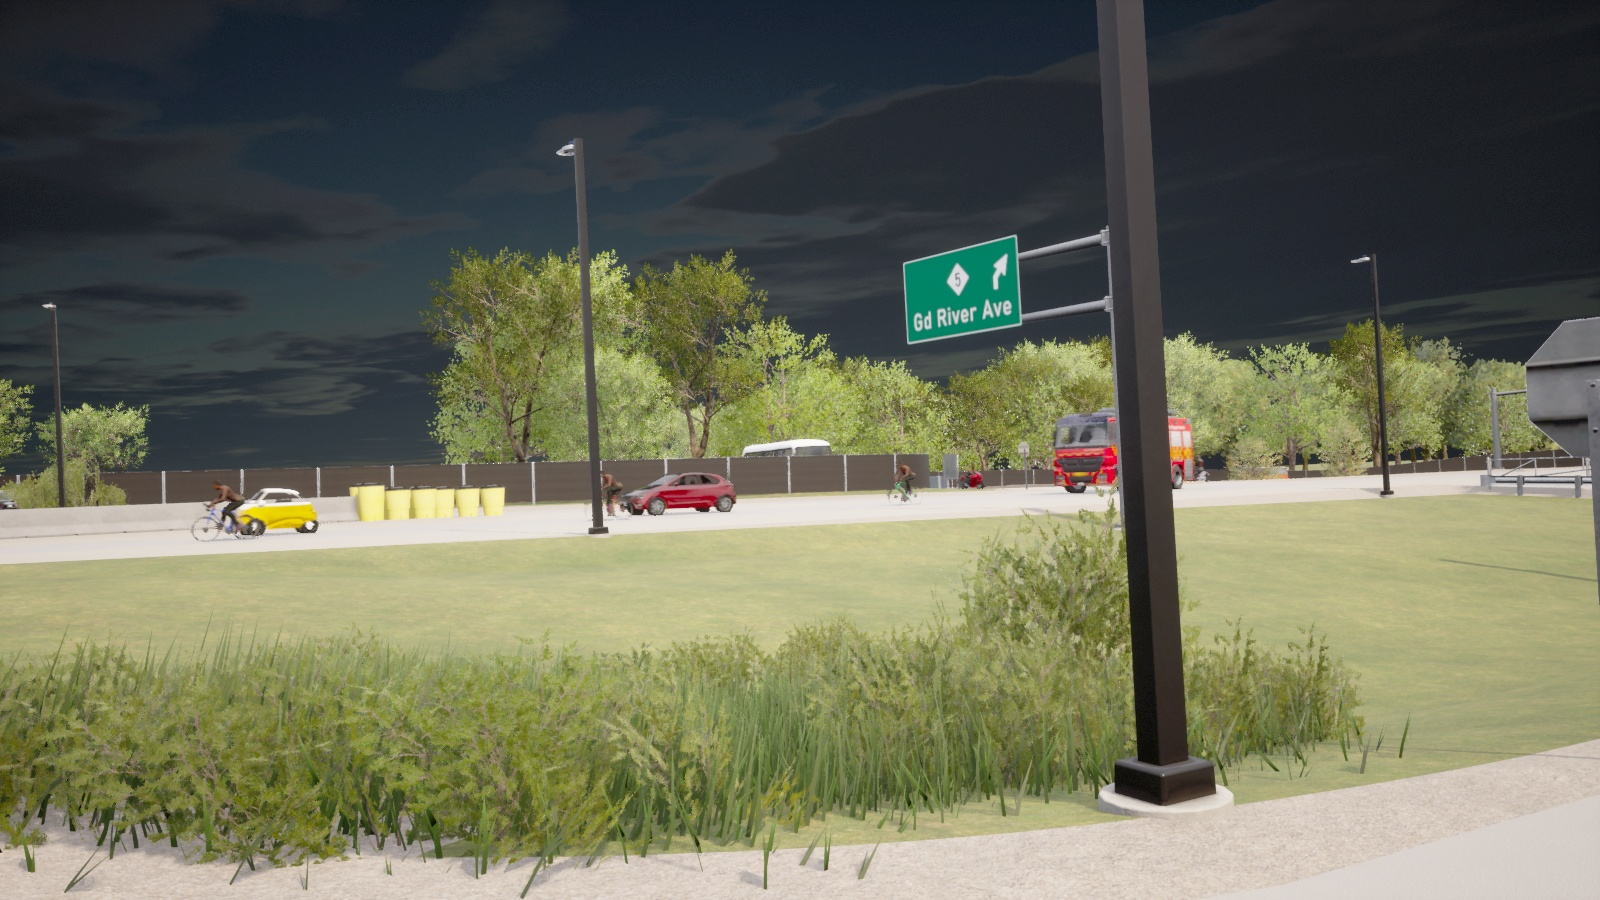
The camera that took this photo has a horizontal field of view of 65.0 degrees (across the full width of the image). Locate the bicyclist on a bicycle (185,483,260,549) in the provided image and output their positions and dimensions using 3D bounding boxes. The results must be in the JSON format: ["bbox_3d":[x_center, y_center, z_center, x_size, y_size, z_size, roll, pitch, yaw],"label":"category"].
[{"bbox_3d":[-15.127,1.725,32.932,1.656,1.620,0.582,-2,-1,-35],"label":"bicyclist on a bicycle"}]

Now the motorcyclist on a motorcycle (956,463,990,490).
[{"bbox_3d":[10.597,1.642,76.846,0.797,1.523,2.044,-2,-2,-35],"label":"motorcyclist on a motorcycle"}]

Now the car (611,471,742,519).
[{"bbox_3d":[-4.366,1.595,44.620,4.193,1.474,1.816,-2,-2,-35],"label":"car"}]

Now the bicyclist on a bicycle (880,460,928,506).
[{"bbox_3d":[3.818,1.210,46.031,1.656,1.620,0.582,-2,-1,-35],"label":"bicyclist on a bicycle"}]

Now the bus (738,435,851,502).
[{"bbox_3d":[-0.601,1.459,92.287,3.944,4.253,10.273,-4,-1,-26],"label":"bus"}]

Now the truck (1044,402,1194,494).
[{"bbox_3d":[14.792,-0.101,57.760,2.891,3.827,8.468,-4,-2,42],"label":"truck"}]

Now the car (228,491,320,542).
[{"bbox_3d":[-15.467,1.938,36.942,2.207,1.376,1.481,-1,-2,-35],"label":"car"}]

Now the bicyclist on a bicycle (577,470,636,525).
[{"bbox_3d":[-6.027,1.478,39.224,1.656,1.620,0.582,-2,-1,-35],"label":"bicyclist on a bicycle"}]

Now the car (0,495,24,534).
[{"bbox_3d":[-32.156,2.519,47.945,3.806,1.475,1.970,-2,-1,-9],"label":"car"}]
